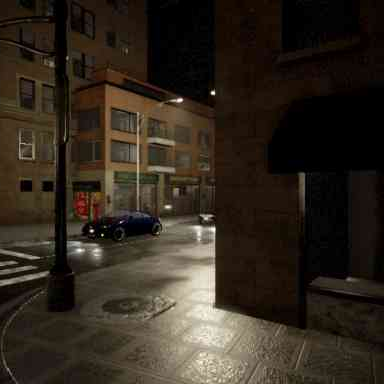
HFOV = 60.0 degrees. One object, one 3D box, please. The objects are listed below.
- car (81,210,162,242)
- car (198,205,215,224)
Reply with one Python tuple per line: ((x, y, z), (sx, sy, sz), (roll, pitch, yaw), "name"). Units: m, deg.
((-3.400, 1.594, 16.726), (1.994, 1.385, 4.181), (0, 0, 35), "car")
((2.309, 1.580, 24.737), (1.812, 1.442, 4.674), (0, 0, 35), "car")
